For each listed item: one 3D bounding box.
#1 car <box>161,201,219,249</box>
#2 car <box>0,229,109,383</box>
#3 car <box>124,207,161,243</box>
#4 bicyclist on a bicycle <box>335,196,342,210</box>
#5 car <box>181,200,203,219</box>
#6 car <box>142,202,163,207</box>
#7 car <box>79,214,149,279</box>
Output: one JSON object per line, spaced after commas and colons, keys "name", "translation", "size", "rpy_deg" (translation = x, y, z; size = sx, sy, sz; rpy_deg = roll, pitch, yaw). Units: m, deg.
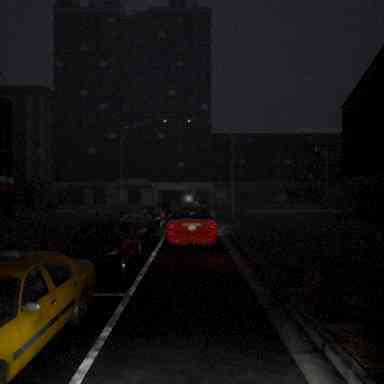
{"name": "car", "translation": [0.000, 1.364, 14.621], "size": [2.097, 1.767, 4.553], "rpy_deg": [0, 0, 0]}
{"name": "car", "translation": [-2.640, 1.523, 4.475], "size": [1.752, 1.417, 4.829], "rpy_deg": [0, 0, 0]}
{"name": "car", "translation": [-2.640, 1.578, 15.549], "size": [1.802, 1.307, 4.206], "rpy_deg": [0, 0, 0]}
{"name": "bicyclist on a bicycle", "translation": [17.358, 1.267, 39.589], "size": [0.582, 1.620, 1.656], "rpy_deg": [0, 0, 0]}
{"name": "car", "translation": [0.000, 1.529, 29.651], "size": [1.812, 1.442, 4.674], "rpy_deg": [0, 0, 0]}
{"name": "car", "translation": [-2.640, 1.562, 21.001], "size": [1.947, 1.339, 4.313], "rpy_deg": [0, 0, 0]}
{"name": "car", "translation": [-2.640, 1.563, 10.097], "size": [1.947, 1.339, 4.313], "rpy_deg": [0, 0, 0]}
